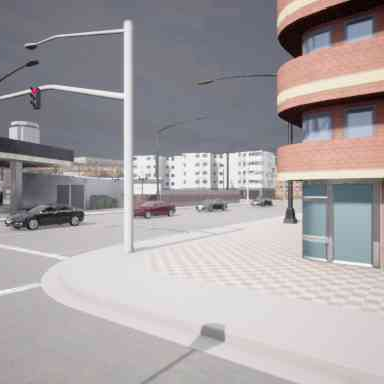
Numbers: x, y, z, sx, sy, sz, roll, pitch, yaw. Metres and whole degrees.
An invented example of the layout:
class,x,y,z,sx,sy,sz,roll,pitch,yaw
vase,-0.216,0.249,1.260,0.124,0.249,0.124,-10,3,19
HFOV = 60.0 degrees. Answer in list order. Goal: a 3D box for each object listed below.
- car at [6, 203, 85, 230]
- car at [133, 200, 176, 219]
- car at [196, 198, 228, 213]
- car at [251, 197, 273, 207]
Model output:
class,x,y,z,sx,sy,sz,roll,pitch,yaw
car,-9.211,1.505,21.241,1.837,1.490,4.892,0,0,34
car,-3.477,1.478,29.615,1.882,1.535,5.008,0,0,35
car,2.288,1.491,37.966,2.128,1.511,4.902,0,0,35
car,10.477,1.493,49.733,2.128,1.511,4.902,0,0,35
